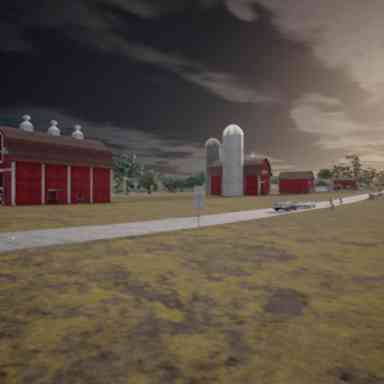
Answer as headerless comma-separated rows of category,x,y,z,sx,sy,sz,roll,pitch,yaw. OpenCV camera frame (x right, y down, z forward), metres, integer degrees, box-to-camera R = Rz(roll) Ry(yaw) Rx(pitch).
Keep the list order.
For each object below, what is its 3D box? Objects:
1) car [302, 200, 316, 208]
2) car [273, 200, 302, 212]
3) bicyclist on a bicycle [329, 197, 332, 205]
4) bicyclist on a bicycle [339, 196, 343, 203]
car,18.261,1.904,53.050,1.895,1.301,4.718,0,0,35
car,12.734,1.887,45.160,2.033,1.411,5.357,0,0,36
bicyclist on a bicycle,26.301,1.688,63.089,0.582,1.620,1.656,0,0,35
bicyclist on a bicycle,31.498,1.577,70.428,0.866,1.612,1.509,0,1,35
